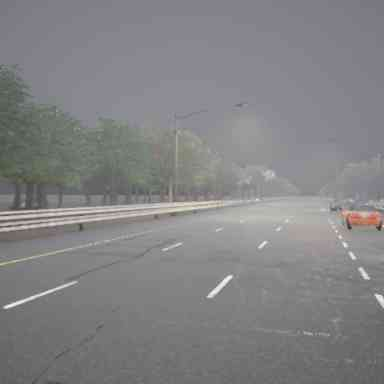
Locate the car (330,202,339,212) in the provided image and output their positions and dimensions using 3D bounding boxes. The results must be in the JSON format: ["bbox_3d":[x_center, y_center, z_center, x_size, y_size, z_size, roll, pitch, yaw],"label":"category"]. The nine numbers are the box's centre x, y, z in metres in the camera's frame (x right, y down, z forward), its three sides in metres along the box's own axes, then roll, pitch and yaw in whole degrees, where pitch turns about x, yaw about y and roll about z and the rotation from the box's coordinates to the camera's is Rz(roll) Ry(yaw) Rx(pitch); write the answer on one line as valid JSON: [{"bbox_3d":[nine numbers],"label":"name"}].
[{"bbox_3d":[20.558,2.110,47.042,1.895,1.301,4.718,0,0,21],"label":"car"}]

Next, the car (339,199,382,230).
[{"bbox_3d":[12.008,1.625,23.722,2.097,1.767,4.553,0,0,20],"label":"car"}]
